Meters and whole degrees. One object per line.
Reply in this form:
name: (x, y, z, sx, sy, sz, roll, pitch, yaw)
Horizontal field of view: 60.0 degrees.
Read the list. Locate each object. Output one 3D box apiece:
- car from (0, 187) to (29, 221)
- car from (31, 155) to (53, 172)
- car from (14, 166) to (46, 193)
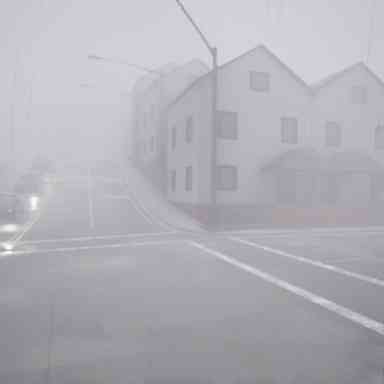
car: (-12.016, 0.833, 21.330, 1.812, 1.442, 4.674, 1, 7, -18)
car: (-17.971, -3.519, 40.036, 2.097, 1.767, 4.553, 1, 13, -18)
car: (-15.016, -0.998, 30.684, 1.837, 1.490, 4.892, 1, 13, -18)
